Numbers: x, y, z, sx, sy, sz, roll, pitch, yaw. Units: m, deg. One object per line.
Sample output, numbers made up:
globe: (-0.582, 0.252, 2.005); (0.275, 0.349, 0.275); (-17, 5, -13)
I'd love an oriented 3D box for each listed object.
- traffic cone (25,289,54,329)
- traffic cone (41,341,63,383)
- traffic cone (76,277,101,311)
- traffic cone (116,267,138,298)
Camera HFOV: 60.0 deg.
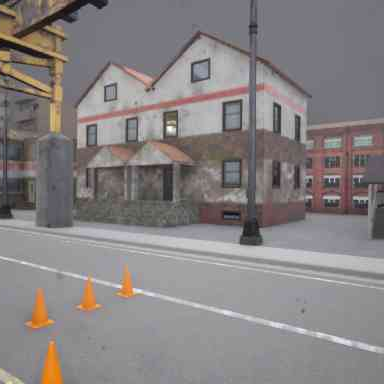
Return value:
traffic cone: (-2.589, 1.949, 5.660); (0.340, 0.580, 0.340); (0, 0, 36)
traffic cone: (-1.552, 1.952, 3.679); (0.340, 0.580, 0.340); (0, 0, 36)
traffic cone: (-2.004, 1.949, 6.471); (0.340, 0.580, 0.340); (0, 0, 36)
traffic cone: (-1.419, 1.949, 7.282); (0.340, 0.580, 0.340); (0, 0, 36)
